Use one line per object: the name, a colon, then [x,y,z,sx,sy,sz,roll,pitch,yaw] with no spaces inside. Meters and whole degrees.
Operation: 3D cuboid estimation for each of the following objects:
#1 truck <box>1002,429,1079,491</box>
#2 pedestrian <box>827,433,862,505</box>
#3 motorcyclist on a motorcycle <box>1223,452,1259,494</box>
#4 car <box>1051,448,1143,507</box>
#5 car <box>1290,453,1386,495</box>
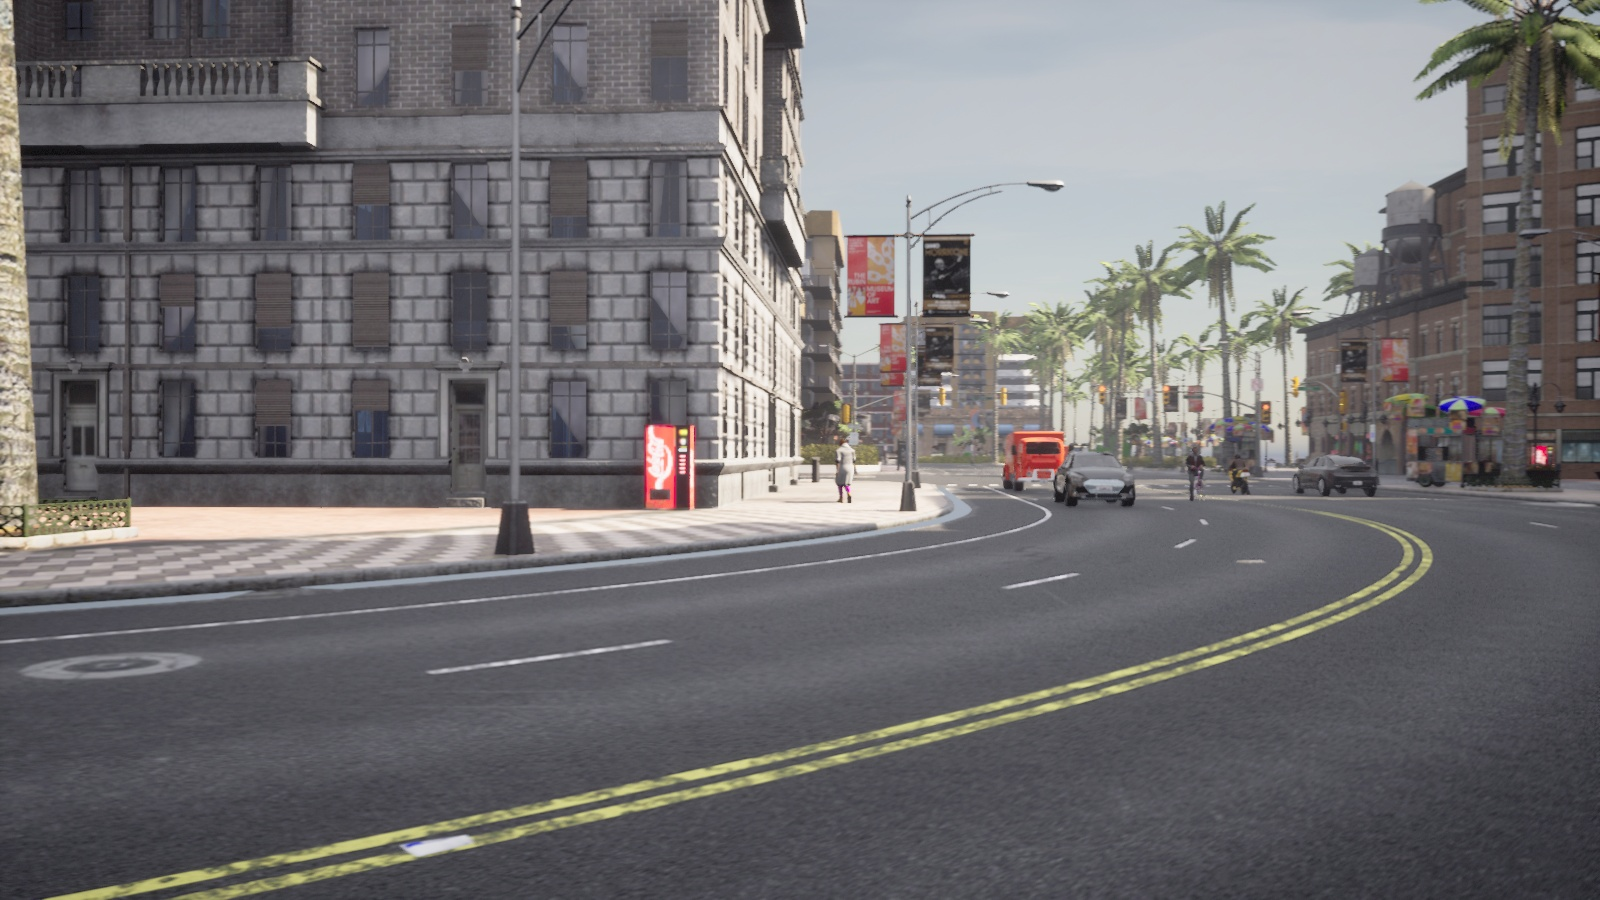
truck: [9.998,0.432,52.619,2.627,2.467,5.204,0,-1,5]
pedestrian: [1.225,0.526,34.746,0.659,1.952,0.873,0,0,-21]
motorcyclist on a motorcycle: [16.680,0.858,47.528,0.797,1.523,2.044,0,0,5]
car: [8.812,0.790,37.663,2.033,1.649,4.856,0,0,5]
car: [20.117,0.870,47.189,1.837,1.490,4.892,0,0,4]
